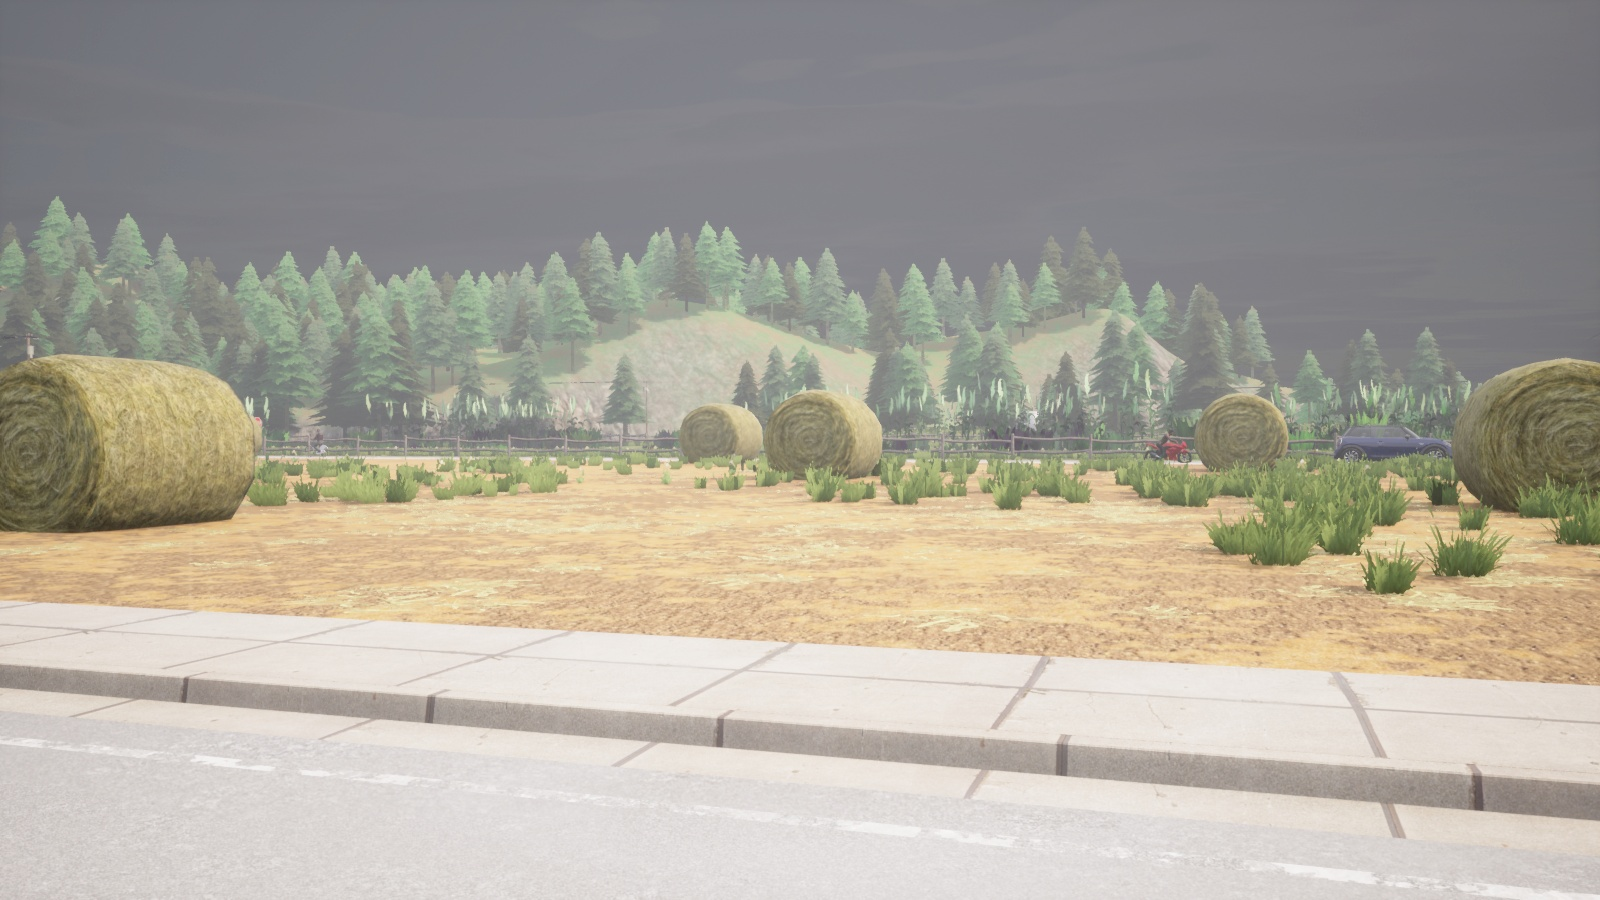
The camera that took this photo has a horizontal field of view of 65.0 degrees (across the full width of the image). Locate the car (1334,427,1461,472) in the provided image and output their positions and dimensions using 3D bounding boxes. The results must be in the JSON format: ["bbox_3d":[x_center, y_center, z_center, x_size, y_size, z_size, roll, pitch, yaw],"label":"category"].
[{"bbox_3d":[24.135,-0.048,50.938,4.553,1.767,2.097,1,1,23],"label":"car"}]

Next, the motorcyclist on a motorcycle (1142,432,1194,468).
[{"bbox_3d":[15.920,-0.010,54.335,2.044,1.523,0.797,1,1,22],"label":"motorcyclist on a motorcycle"}]
